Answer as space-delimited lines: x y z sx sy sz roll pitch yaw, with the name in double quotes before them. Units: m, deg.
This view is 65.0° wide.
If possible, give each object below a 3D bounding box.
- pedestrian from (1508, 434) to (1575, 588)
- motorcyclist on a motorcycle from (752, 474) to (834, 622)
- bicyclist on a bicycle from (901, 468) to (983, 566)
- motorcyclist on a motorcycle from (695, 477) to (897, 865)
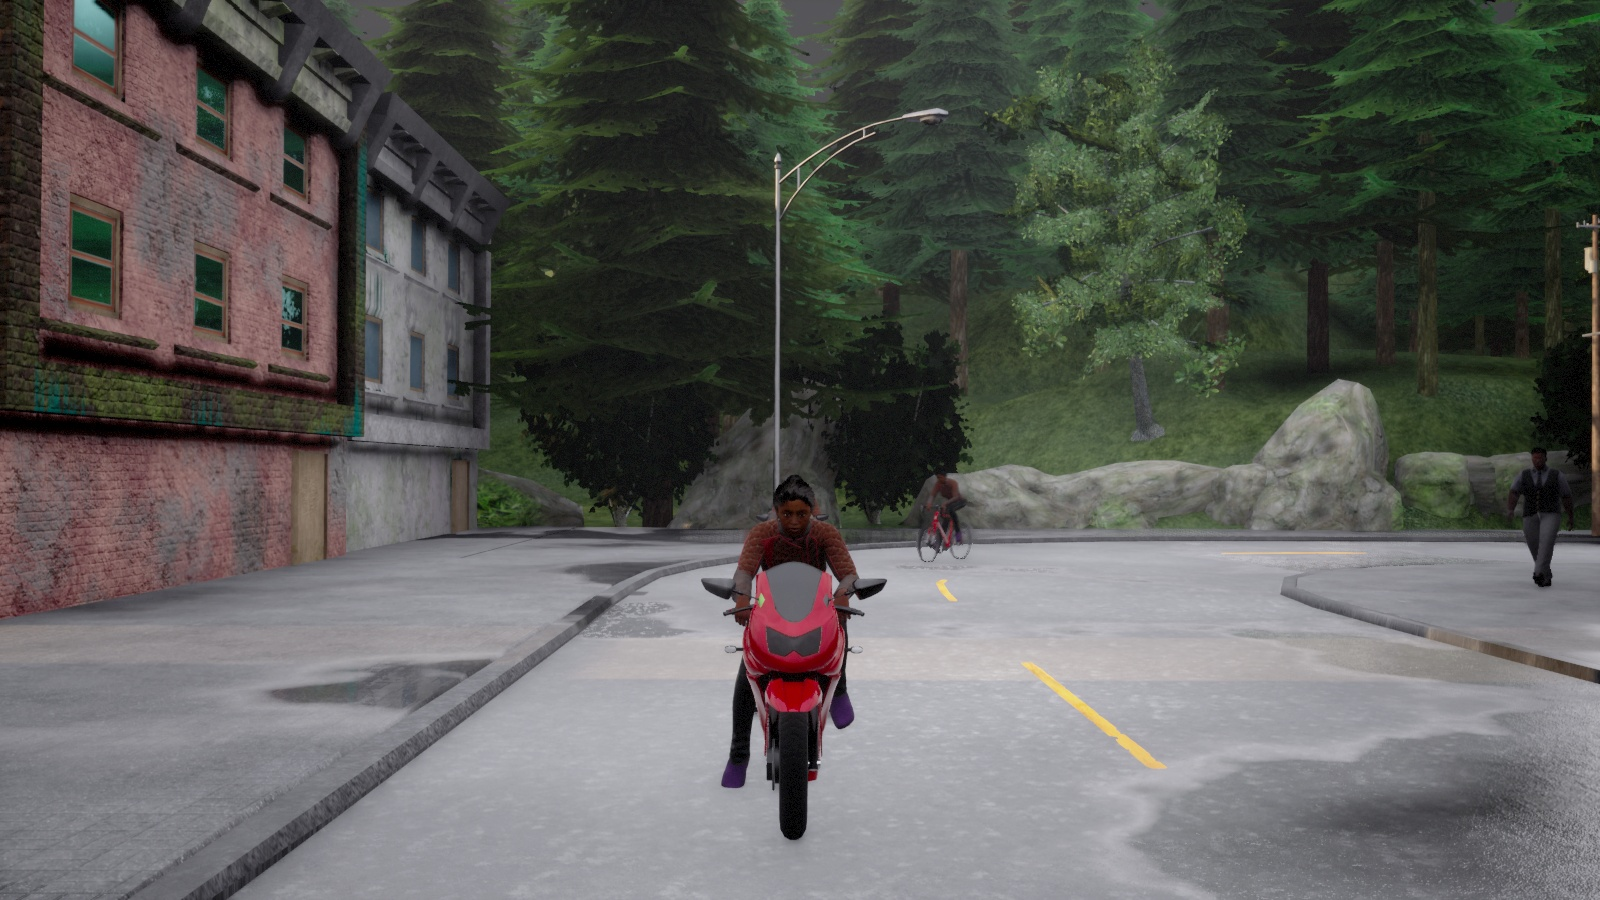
"pedestrian" 9.366 0.752 15.858 0.563 1.883 0.849 -1 -1 41
"motorcyclist on a motorcycle" -0.046 1.032 14.025 0.797 1.523 2.044 0 -1 3
"bicyclist on a bicycle" 2.471 1.124 21.738 0.582 1.620 1.656 1 0 40
"motorcyclist on a motorcycle" -0.023 0.898 6.008 0.797 1.523 2.044 0 -1 0
